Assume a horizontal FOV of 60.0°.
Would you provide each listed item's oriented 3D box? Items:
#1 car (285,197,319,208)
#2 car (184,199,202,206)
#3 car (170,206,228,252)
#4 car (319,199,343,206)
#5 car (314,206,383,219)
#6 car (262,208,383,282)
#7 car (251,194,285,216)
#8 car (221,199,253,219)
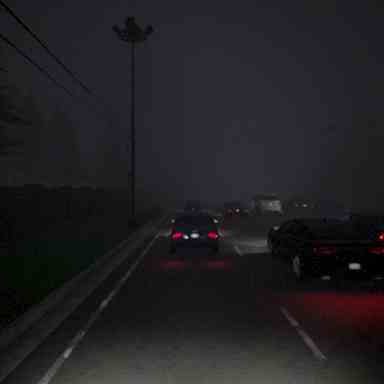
[{"bbox_3d":[10.608,1.314,33.371,2.097,1.767,4.553,0,0,0],"label":"car"},{"bbox_3d":[0.097,1.486,34.642,1.812,1.442,4.674,0,0,0],"label":"car"},{"bbox_3d":[0.100,1.532,13.743,2.033,1.411,5.357,0,0,0],"label":"car"},{"bbox_3d":[14.110,1.437,35.191,1.882,1.535,5.008,0,0,0],"label":"car"},{"bbox_3d":[7.099,1.531,13.647,2.033,1.411,5.357,0,0,0],"label":"car"},{"bbox_3d":[3.586,1.466,9.781,1.882,1.535,5.008,0,0,0],"label":"car"},{"bbox_3d":[7.109,1.184,32.720,2.150,2.045,5.566,0,0,0],"label":"car"},{"bbox_3d":[3.605,1.515,28.733,2.033,1.411,5.357,0,0,0],"label":"car"}]
